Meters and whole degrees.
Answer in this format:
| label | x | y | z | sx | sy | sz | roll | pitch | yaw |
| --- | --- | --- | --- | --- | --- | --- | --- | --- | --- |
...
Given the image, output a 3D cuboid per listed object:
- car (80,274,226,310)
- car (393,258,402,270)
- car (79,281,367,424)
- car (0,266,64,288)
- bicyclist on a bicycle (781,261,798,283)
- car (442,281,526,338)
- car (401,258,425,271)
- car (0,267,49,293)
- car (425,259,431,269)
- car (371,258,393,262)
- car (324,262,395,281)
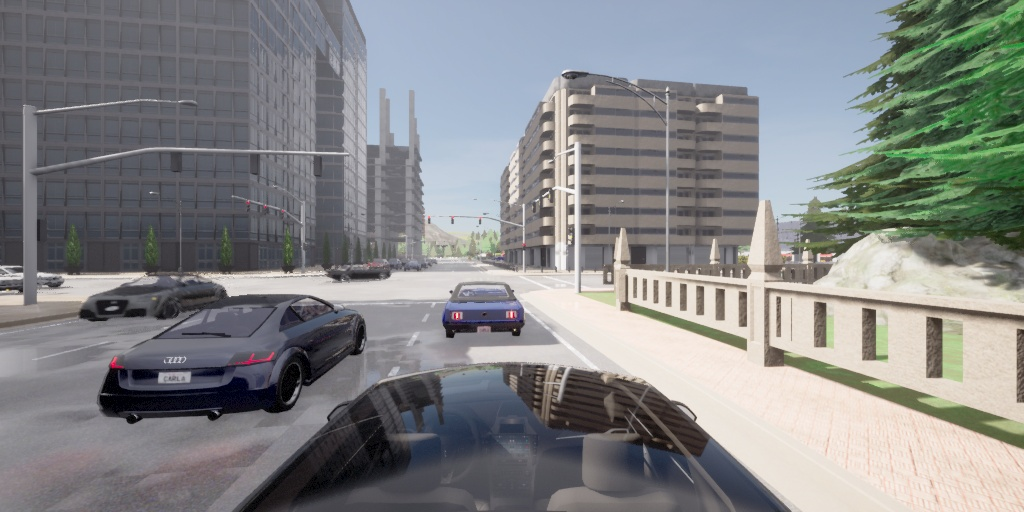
| label | x | y | z | sx | sy | sz | roll | pitch | yaw |
| --- | --- | --- | --- | --- | --- | --- | --- | --- | --- |
| car | -11.792 | 1.313 | 12.209 | 1.994 | 1.385 | 4.181 | 0 | 0 | -11 |
| car | -17.362 | 1.102 | 52.046 | 2.097 | 1.767 | 4.553 | 0 | 0 | -8 |
| car | -3.928 | 1.314 | 5.963 | 1.994 | 1.385 | 4.181 | 0 | 0 | -6 |
| car | -30.908 | 1.331 | 22.079 | 4.674 | 1.442 | 1.812 | 0 | 0 | -8 |
| bicyclist on a bicycle | 16.443 | 1.106 | 21.578 | 0.582 | 1.620 | 1.656 | 0 | 0 | -8 |
| car | -0.847 | 1.351 | 10.200 | 1.895 | 1.301 | 4.718 | 0 | 0 | -6 |
| car | -13.316 | 1.276 | 48.372 | 1.812 | 1.442 | 4.674 | 0 | 0 | -8 |
| car | -28.402 | 1.406 | 18.885 | 4.718 | 1.301 | 1.895 | 0 | 0 | -8 |
| car | -14.435 | 1.102 | 56.420 | 2.097 | 1.767 | 4.553 | 0 | 0 | -8 |
| car | -16.162 | 1.102 | 43.276 | 2.097 | 1.767 | 4.553 | 0 | 0 | -8 |
| car | -12.187 | 1.369 | 28.618 | 4.718 | 1.301 | 1.895 | 0 | 0 | -42 |
